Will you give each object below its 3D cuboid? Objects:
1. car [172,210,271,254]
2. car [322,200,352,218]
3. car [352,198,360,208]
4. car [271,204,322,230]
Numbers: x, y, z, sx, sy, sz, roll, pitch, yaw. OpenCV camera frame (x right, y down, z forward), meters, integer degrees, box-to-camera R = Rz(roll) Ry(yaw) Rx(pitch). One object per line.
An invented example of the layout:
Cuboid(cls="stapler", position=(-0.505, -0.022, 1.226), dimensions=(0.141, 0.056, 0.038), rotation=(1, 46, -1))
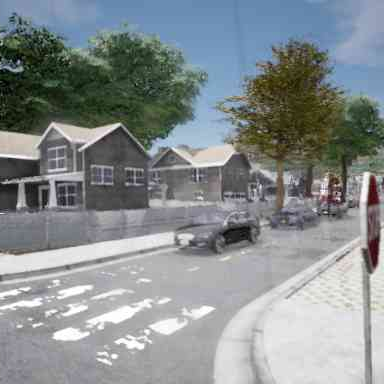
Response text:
Cuboid(cls="car", position=(1.162, 1.515, 13.782), dimensions=(2.128, 1.511, 4.902), rotation=(-2, -1, 36))
Cuboid(cls="car", position=(12.318, 1.509, 29.290), dimensions=(1.994, 1.385, 4.181), rotation=(-2, -1, 35))
Cuboid(cls="car", position=(20.872, 1.434, 41.838), dimensions=(1.994, 1.385, 4.181), rotation=(-2, -1, 32))
Cuboid(cls="car", position=(6.501, 1.555, 21.178), dimensions=(1.994, 1.385, 4.181), rotation=(-2, -1, 35))
